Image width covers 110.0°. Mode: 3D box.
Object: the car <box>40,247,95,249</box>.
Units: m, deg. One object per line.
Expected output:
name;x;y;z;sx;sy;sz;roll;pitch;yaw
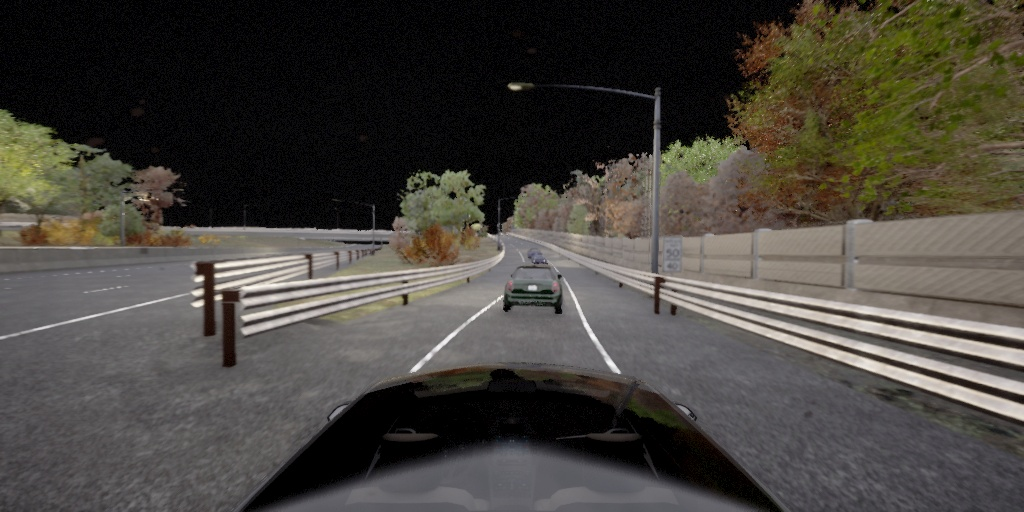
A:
car;-38.713;-0.045;32.152;1.812;1.442;4.674;0;1;-19

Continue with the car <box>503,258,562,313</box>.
car;0.942;1.122;14.506;2.097;1.767;4.553;1;0;6

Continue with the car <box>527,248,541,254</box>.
car;3.430;-0.460;55.006;2.097;1.767;4.553;1;4;-1

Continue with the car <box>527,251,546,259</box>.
car;3.265;0.494;44.645;1.895;1.301;4.718;1;3;1
